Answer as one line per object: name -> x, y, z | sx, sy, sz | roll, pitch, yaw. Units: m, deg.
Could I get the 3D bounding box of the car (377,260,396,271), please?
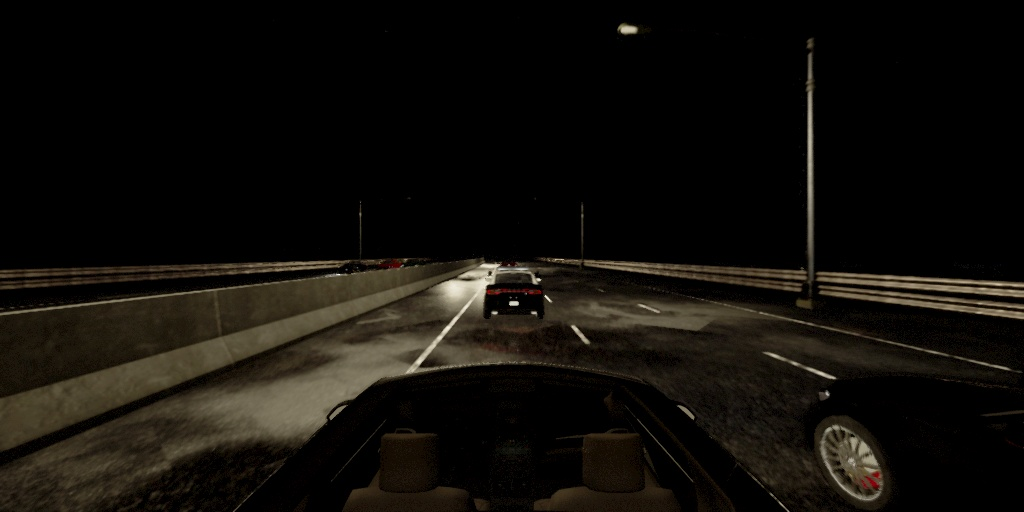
car -> -14.581, 1.218, 43.102 | 1.882, 1.535, 5.008 | 0, 0, -1

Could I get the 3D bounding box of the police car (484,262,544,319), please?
police car -> 0.055, 1.175, 13.015 | 1.930, 1.638, 5.238 | 0, 0, 0

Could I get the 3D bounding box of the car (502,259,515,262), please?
car -> -0.388, 1.089, 42.817 | 2.097, 1.767, 4.553 | 0, 0, -1

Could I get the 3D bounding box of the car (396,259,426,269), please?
car -> -11.025, 1.094, 40.432 | 2.097, 1.767, 4.553 | 0, 0, -1

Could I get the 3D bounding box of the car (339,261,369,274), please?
car -> -18.035, 1.307, 41.001 | 1.994, 1.385, 4.181 | 0, 0, -1

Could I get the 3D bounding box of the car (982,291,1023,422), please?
car -> 7.092, 1.226, 2.192 | 1.882, 1.535, 5.008 | 0, 0, 0

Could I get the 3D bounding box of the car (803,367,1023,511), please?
car -> 3.593, 1.275, 1.325 | 1.812, 1.442, 4.674 | 0, 0, 0
